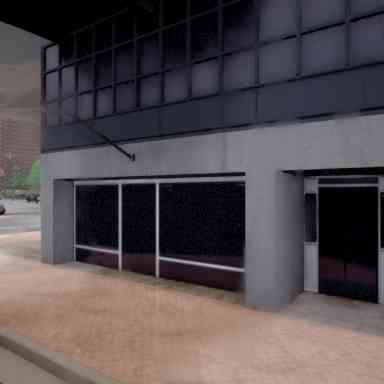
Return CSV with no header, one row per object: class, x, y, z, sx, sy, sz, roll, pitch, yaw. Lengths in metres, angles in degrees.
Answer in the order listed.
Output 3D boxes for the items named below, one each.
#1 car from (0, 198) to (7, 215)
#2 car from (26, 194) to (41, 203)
car,-17.866,1.491,27.171,2.128,1.511,4.902,0,0,36
car,-30.218,1.153,64.697,4.605,1.855,1.932,0,0,35
